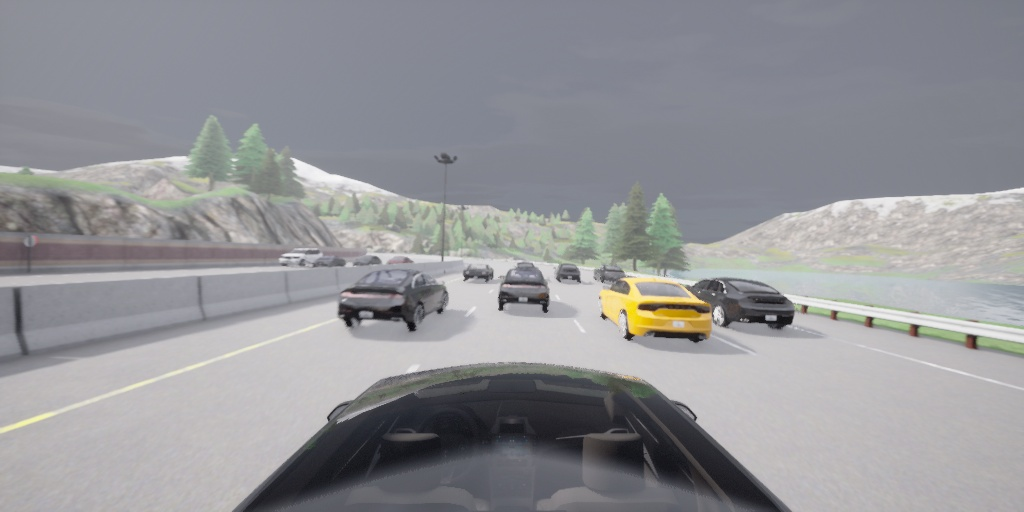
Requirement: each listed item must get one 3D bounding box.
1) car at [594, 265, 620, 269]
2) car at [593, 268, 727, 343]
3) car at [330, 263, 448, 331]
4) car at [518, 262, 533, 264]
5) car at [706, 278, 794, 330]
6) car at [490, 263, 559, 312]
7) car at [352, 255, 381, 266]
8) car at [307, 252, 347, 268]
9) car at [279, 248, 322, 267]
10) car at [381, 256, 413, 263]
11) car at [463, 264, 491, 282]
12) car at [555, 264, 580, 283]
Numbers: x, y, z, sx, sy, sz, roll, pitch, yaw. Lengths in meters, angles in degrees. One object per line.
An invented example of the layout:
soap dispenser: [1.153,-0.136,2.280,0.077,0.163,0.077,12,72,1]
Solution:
car: [8.127,1.496,30.293,2.128,1.511,4.902,2,0,2]
car: [3.813,1.350,10.426,1.882,1.535,5.008,2,0,3]
car: [-3.185,1.125,10.534,2.128,1.511,4.902,2,0,3]
car: [1.130,1.270,30.437,1.837,1.490,4.892,2,1,2]
car: [7.405,1.498,12.497,1.837,1.490,4.892,2,0,3]
car: [0.490,1.248,14.494,2.128,1.511,4.902,2,0,2]
car: [-16.258,0.665,40.547,1.837,1.490,4.892,2,0,1]
car: [-19.797,0.604,39.058,1.994,1.385,4.181,2,0,1]
car: [-23.238,0.146,39.929,2.150,2.045,5.566,2,0,1]
car: [-12.763,0.757,40.794,1.882,1.535,5.008,2,0,1]
car: [-2.488,1.243,27.790,1.895,1.301,4.718,2,0,3]
car: [4.626,1.390,30.328,1.837,1.490,4.892,2,1,2]
